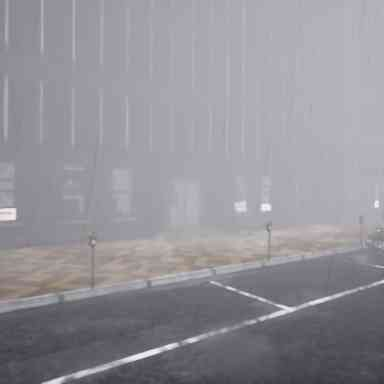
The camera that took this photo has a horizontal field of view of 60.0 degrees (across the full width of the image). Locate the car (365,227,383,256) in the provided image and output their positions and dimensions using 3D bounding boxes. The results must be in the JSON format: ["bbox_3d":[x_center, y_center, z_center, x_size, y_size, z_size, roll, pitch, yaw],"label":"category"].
[{"bbox_3d":[8.179,1.671,12.396,4.403,1.369,2.008,1,0,-36],"label":"car"}]
